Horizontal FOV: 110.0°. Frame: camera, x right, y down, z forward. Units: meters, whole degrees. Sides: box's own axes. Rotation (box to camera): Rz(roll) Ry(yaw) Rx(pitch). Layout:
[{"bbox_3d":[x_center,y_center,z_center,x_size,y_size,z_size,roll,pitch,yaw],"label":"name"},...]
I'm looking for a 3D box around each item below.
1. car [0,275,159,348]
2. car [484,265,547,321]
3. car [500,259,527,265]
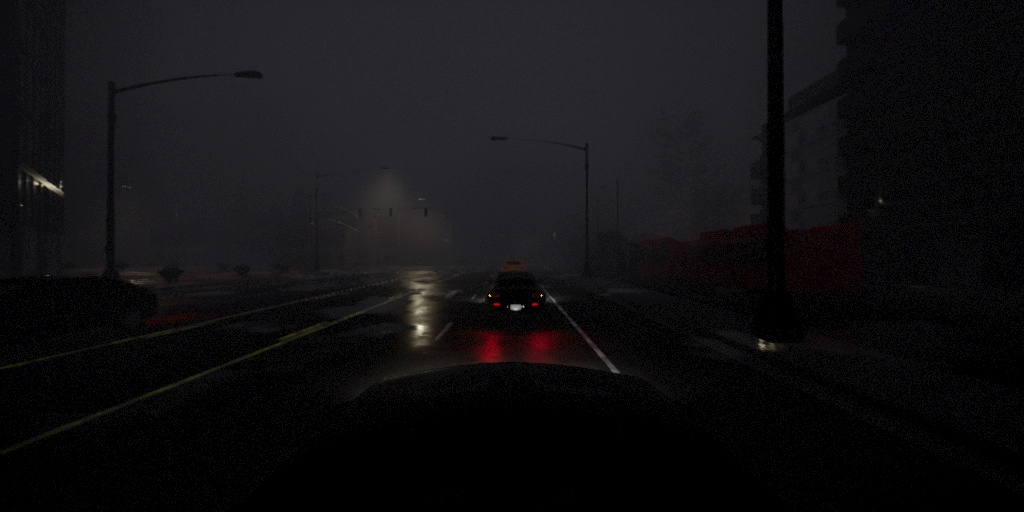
[{"bbox_3d":[-10.588,1.205,7.726,1.837,1.490,4.892,0,0,0],"label":"car"},{"bbox_3d":[0.104,1.189,11.941,1.812,1.442,4.674,0,0,0],"label":"car"},{"bbox_3d":[0.118,1.017,28.064,1.882,1.535,5.008,0,0,0],"label":"car"}]
